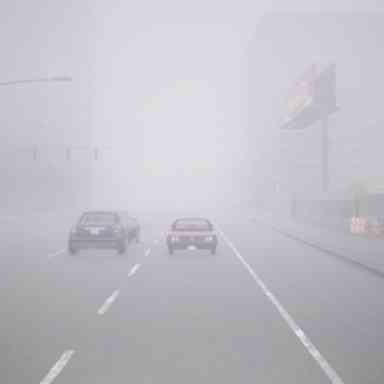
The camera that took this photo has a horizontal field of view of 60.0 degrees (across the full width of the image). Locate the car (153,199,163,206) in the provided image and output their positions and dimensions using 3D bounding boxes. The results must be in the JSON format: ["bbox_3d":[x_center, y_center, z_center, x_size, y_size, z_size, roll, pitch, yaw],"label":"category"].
[{"bbox_3d":[-6.982,2.164,68.504,2.128,1.511,4.902,0,0,0],"label":"car"}]

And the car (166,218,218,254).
[{"bbox_3d":[0.005,1.734,14.109,1.895,1.301,4.718,0,0,0],"label":"car"}]

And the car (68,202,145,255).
[{"bbox_3d":[-3.494,1.483,14.091,2.097,1.767,4.553,0,-1,0],"label":"car"}]

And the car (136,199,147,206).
[{"bbox_3d":[-10.481,2.143,68.466,1.837,1.490,4.892,0,-1,0],"label":"car"}]
